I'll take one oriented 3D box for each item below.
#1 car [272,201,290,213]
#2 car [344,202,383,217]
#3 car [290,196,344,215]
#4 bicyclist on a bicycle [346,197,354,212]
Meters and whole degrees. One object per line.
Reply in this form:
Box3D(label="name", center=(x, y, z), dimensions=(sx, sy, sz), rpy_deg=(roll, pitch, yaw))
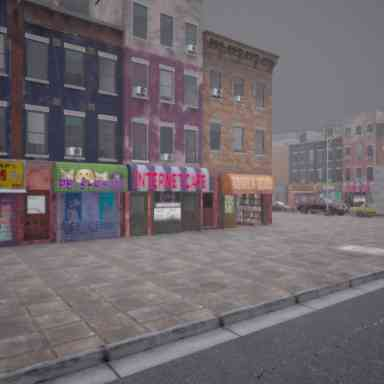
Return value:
Box3D(label="car", center=(9.744, 1.657, 37.815), dimensions=(1.802, 1.307, 4.206), rpy_deg=(0, 0, -35))
Box3D(label="car", center=(16.174, 1.572, 28.799), dimensions=(1.752, 1.417, 4.829), rpy_deg=(0, 0, -35))
Box3D(label="car", center=(12.909, 1.376, 33.376), dimensions=(2.192, 1.841, 5.009), rpy_deg=(0, 0, -35))
Box3D(label="bicyclist on a bicycle", center=(17.464, 1.373, 36.715), dimensions=(1.656, 1.620, 0.582), rpy_deg=(0, 0, -35))
